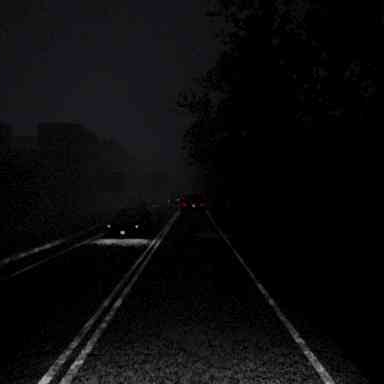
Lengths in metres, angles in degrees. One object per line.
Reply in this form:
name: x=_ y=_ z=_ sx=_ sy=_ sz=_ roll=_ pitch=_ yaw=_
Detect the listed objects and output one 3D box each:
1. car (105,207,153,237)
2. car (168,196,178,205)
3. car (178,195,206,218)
car: x=-3.329 y=1.576 z=18.626 sx=2.033 sy=1.411 sz=5.357 roll=0 pitch=0 yaw=0
car: x=-3.195 y=1.432 z=59.778 sx=2.097 sy=1.767 sz=4.553 roll=0 pitch=0 yaw=1
car: x=0.141 y=1.270 z=31.001 sx=2.150 sy=2.045 sz=5.566 roll=0 pitch=0 yaw=0
